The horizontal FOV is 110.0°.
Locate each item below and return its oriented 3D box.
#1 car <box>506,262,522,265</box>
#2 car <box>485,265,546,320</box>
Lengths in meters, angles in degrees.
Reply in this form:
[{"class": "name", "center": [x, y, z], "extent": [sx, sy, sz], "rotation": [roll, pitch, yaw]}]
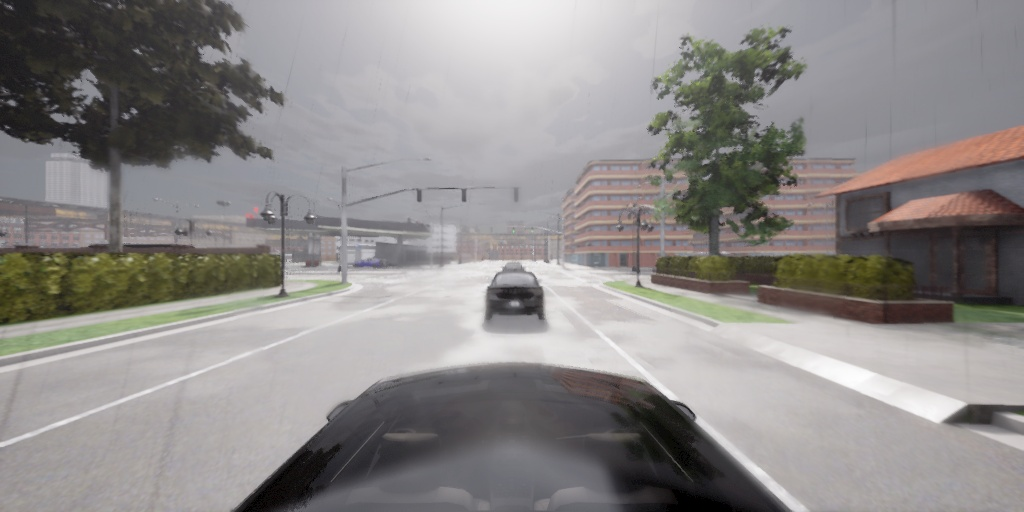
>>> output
[{"class": "car", "center": [0.152, 1.281, 30.607], "extent": [1.837, 1.490, 4.892], "rotation": [0, 0, 1]}, {"class": "car", "center": [0.103, 1.237, 12.797], "extent": [1.882, 1.535, 5.008], "rotation": [0, 0, 0]}]
